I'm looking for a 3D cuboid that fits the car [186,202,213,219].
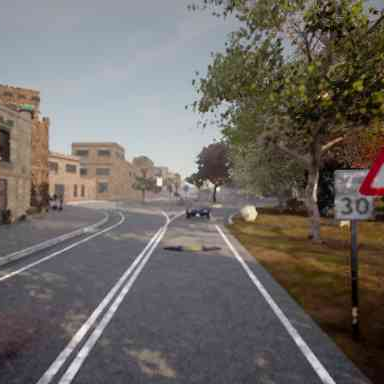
[{"bbox_3d":[0.718,1.474,27.661,1.895,1.301,4.718,0,0,7],"label":"car"}]
